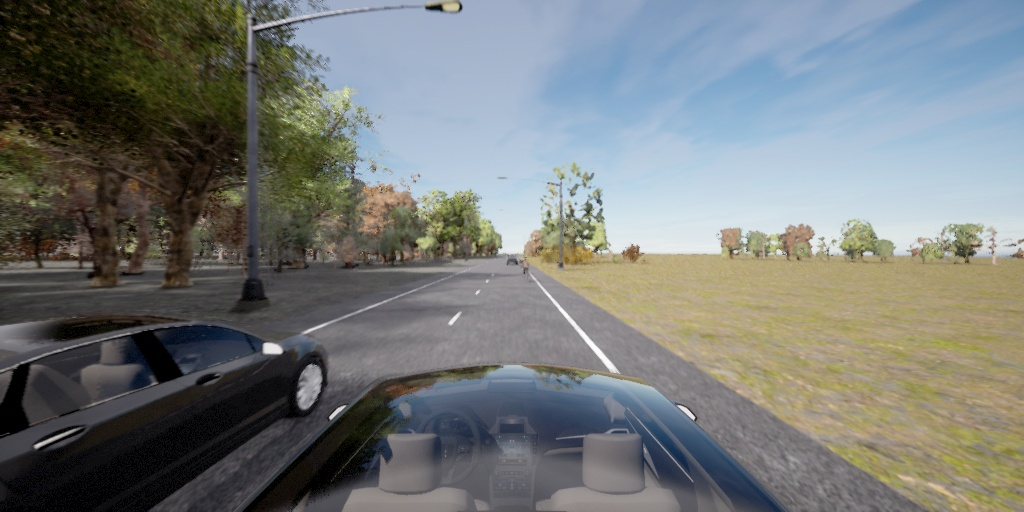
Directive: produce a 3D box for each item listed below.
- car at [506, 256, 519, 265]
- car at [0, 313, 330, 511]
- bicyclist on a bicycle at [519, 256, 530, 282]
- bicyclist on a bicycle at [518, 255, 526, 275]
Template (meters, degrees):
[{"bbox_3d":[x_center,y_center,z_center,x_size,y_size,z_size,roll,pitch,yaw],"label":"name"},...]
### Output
[{"bbox_3d":[0.047,0.746,62.143,1.837,1.490,4.892,0,0,0],"label":"car"},{"bbox_3d":[-3.404,1.244,2.957,1.837,1.490,4.892,0,0,0],"label":"car"},{"bbox_3d":[0.955,1.009,24.748,0.582,1.620,1.656,0,0,0],"label":"bicyclist on a bicycle"},{"bbox_3d":[0.955,0.845,34.342,0.659,1.776,1.843,0,1,0],"label":"bicyclist on a bicycle"}]
